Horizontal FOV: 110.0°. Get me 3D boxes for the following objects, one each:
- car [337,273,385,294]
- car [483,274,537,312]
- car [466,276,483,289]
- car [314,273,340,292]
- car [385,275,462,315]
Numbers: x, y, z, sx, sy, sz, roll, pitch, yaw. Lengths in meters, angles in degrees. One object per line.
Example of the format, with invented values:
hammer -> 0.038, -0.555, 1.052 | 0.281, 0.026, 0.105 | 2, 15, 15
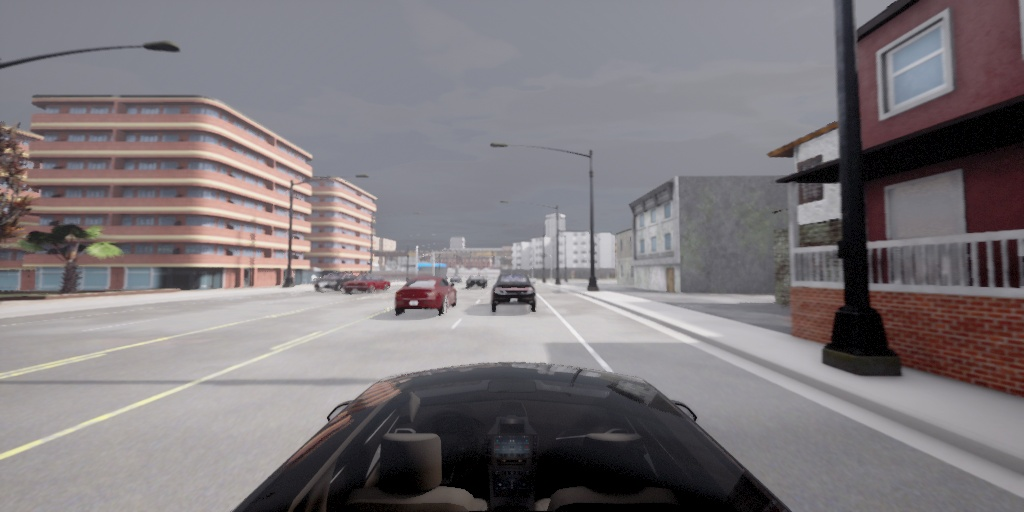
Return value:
car -> -10.645, 2.090, 26.535 | 1.895, 1.301, 4.718 | 0, -3, 0
car -> 0.070, 1.549, 16.041 | 2.128, 1.511, 4.902 | 0, -2, 0
car -> -3.463, 2.633, 36.336 | 1.895, 1.301, 4.718 | 0, -4, 0
car -> -14.148, 2.117, 29.191 | 2.128, 1.511, 4.902 | 0, -3, 0
car -> -3.430, 1.547, 14.825 | 1.812, 1.442, 4.674 | 0, -2, 0
